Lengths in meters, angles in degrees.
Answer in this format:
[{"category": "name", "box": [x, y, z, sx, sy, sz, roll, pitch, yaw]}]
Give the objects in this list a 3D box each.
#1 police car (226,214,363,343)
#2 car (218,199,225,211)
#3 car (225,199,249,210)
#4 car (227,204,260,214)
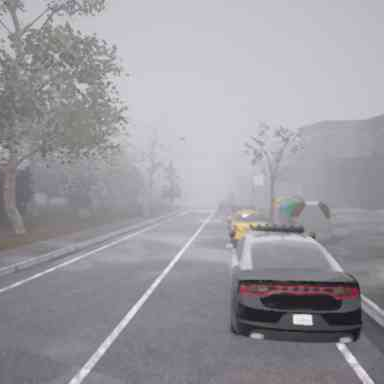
[{"category": "police car", "box": [1.730, 1.490, 6.931, 1.930, 1.638, 5.238, 0, -1, 6]}, {"category": "car", "box": [4.664, 1.722, 45.942, 2.097, 1.767, 4.553, 0, 0, 3]}, {"category": "car", "box": [3.465, 1.543, 22.770, 2.097, 1.767, 4.553, 0, 0, 6]}, {"category": "car", "box": [2.833, 1.601, 16.996, 1.801, 1.575, 5.366, 0, 0, 6]}]
